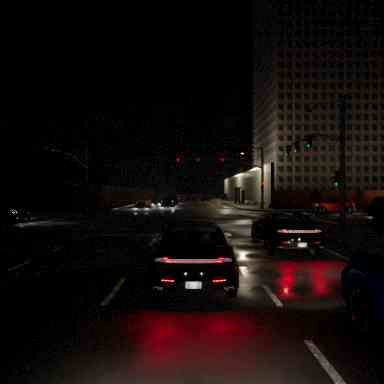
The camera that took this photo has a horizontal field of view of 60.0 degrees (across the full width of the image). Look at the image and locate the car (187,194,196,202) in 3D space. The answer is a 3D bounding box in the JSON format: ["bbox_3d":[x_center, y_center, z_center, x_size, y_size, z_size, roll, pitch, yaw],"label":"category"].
[{"bbox_3d":[-0.115,1.347,78.781,2.097,1.767,4.553,0,0,0],"label":"car"}]

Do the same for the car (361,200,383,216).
[{"bbox_3d":[19.366,1.533,32.284,5.008,1.535,1.882,0,0,0],"label":"car"}]

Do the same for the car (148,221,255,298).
[{"bbox_3d":[0.044,1.492,8.510,2.128,1.511,4.902,0,0,0],"label":"car"}]

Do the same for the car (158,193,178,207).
[{"bbox_3d":[-3.661,1.352,51.398,2.097,1.767,4.553,0,0,0],"label":"car"}]

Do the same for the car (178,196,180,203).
[{"bbox_3d":[-3.651,1.221,60.987,2.150,2.045,5.566,0,0,0],"label":"car"}]

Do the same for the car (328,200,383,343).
[{"bbox_3d":[3.595,1.221,3.283,2.150,2.045,5.566,0,0,0],"label":"car"}]

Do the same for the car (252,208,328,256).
[{"bbox_3d":[3.562,1.492,13.128,2.128,1.511,4.902,0,0,0],"label":"car"}]

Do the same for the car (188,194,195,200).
[{"bbox_3d":[-0.130,1.328,89.033,1.837,1.490,4.892,0,0,0],"label":"car"}]

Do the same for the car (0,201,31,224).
[{"bbox_3d":[-14.378,1.406,24.521,4.553,1.767,2.097,0,0,5],"label":"car"}]

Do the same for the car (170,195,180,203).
[{"bbox_3d":[-3.604,1.478,71.135,1.882,1.535,5.008,0,0,0],"label":"car"}]

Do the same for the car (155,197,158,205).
[{"bbox_3d":[-7.166,1.478,58.604,1.882,1.535,5.008,0,0,0],"label":"car"}]

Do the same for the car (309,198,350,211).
[{"bbox_3d":[14.981,1.407,35.769,4.553,1.767,2.097,0,0,0],"label":"car"}]

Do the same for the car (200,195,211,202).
[{"bbox_3d":[3.385,1.524,78.828,1.812,1.442,4.674,0,0,0],"label":"car"}]

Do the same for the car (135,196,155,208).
[{"bbox_3d":[-7.163,1.478,49.282,1.882,1.535,5.008,0,0,0],"label":"car"}]

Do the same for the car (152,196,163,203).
[{"bbox_3d":[-7.101,1.601,68.767,1.895,1.301,4.718,0,0,0],"label":"car"}]

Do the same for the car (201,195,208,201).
[{"bbox_3d":[3.370,1.500,89.134,1.837,1.490,4.892,0,0,0],"label":"car"}]
